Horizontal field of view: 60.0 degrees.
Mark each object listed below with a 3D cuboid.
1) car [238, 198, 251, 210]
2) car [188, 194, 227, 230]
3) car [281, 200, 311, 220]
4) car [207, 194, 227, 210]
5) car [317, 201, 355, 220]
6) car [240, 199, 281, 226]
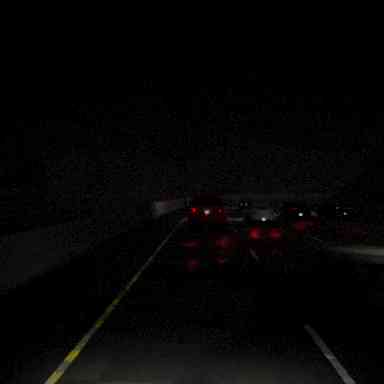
[{"bbox_3d":[6.486,1.435,39.766,2.033,1.411,5.357,0,0,8],"label":"car"},{"bbox_3d":[0.960,1.147,20.457,2.150,2.045,5.566,0,0,3],"label":"car"},{"bbox_3d":[8.522,1.457,27.794,1.837,1.490,4.892,0,0,5],"label":"car"},{"bbox_3d":[3.087,1.209,40.539,2.097,1.767,4.553,0,0,9],"label":"car"},{"bbox_3d":[12.063,1.470,28.121,2.128,1.511,4.902,0,0,5],"label":"car"},{"bbox_3d":[4.640,1.467,23.088,1.812,1.442,4.674,0,0,4],"label":"car"}]
